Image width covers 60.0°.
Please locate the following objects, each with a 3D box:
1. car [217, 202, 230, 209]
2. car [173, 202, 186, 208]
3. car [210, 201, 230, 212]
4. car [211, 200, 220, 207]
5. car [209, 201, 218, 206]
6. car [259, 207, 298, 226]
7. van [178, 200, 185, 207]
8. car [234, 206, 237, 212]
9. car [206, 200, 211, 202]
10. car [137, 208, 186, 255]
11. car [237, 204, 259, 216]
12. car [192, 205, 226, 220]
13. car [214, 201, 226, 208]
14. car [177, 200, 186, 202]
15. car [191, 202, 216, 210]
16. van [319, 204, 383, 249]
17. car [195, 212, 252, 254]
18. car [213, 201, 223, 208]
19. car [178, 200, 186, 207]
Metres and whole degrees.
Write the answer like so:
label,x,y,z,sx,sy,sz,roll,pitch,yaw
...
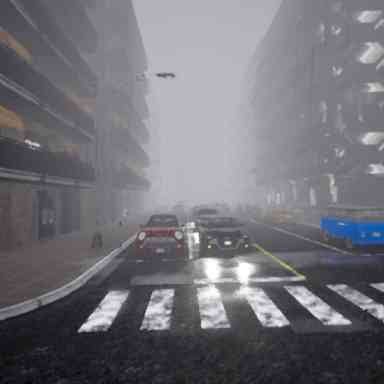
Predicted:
label,x,y,z,sx,sy,sz,roll,pitch,yaw
car,6.132,2.611,65.695,2.008,1.369,4.403,-1,-1,-1
car,-1.913,2.499,48.566,1.802,1.307,4.206,-1,-1,-1
car,3.915,2.191,43.858,2.128,1.511,4.902,-1,-1,-1
car,5.797,2.828,82.675,1.967,1.590,4.097,-1,-1,-1
car,5.689,3.081,88.334,1.802,1.307,4.206,-1,-1,-1
car,6.903,1.835,26.246,1.752,1.417,4.829,-1,-1,-1
van,-2.693,3.024,88.193,1.690,1.788,3.998,-1,-1,-1
car,6.575,2.170,43.053,1.887,1.381,4.507,-1,-1,-1
car,3.666,2.425,54.233,1.812,1.442,4.674,-1,-1,-1
car,-1.250,1.729,14.609,1.967,1.590,4.097,-1,-1,-1
car,6.685,2.062,37.394,1.887,1.381,4.507,-1,-1,-1
car,1.144,1.936,24.668,1.812,1.442,4.674,-1,-1,-1
car,6.022,2.719,71.355,2.008,1.369,4.403,-1,-1,-1
car,-2.361,2.667,71.213,2.192,1.841,5.009,-1,-1,-1
car,0.954,2.088,34.809,2.128,1.511,4.902,-1,-1,-1
van,7.125,1.447,14.760,1.690,1.788,3.998,-1,-1,-1
car,1.339,1.797,14.714,1.994,1.385,4.181,-1,-1,-1
car,5.910,2.822,77.016,1.887,1.381,4.507,-1,-1,-1
car,-2.805,3.115,93.851,2.192,1.841,5.009,-1,-1,-1
